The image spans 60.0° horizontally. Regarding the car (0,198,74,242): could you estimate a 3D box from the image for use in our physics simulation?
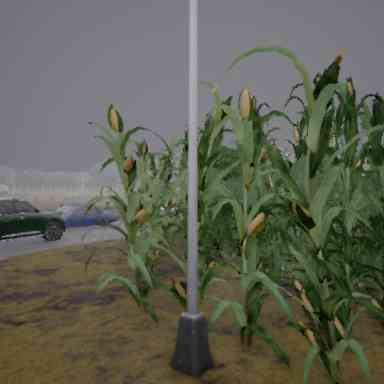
[{"bbox_3d":[-7.905,1.237,13.888,2.150,2.045,5.566,0,1,23],"label":"car"}]

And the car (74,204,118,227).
[{"bbox_3d":[-6.978,1.468,20.081,2.033,1.411,5.357,2,1,35],"label":"car"}]
